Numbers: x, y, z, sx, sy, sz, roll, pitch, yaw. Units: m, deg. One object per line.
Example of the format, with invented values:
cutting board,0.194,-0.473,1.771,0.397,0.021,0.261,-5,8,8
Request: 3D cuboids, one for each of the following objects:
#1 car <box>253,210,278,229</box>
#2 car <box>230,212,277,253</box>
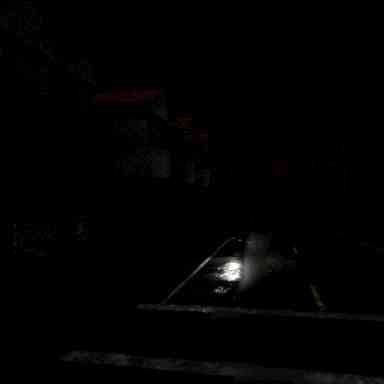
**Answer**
car,5.458,2.171,26.208,2.128,1.511,4.902,-2,-2,14
car,3.048,1.974,16.231,1.837,1.490,4.892,-2,-2,13
